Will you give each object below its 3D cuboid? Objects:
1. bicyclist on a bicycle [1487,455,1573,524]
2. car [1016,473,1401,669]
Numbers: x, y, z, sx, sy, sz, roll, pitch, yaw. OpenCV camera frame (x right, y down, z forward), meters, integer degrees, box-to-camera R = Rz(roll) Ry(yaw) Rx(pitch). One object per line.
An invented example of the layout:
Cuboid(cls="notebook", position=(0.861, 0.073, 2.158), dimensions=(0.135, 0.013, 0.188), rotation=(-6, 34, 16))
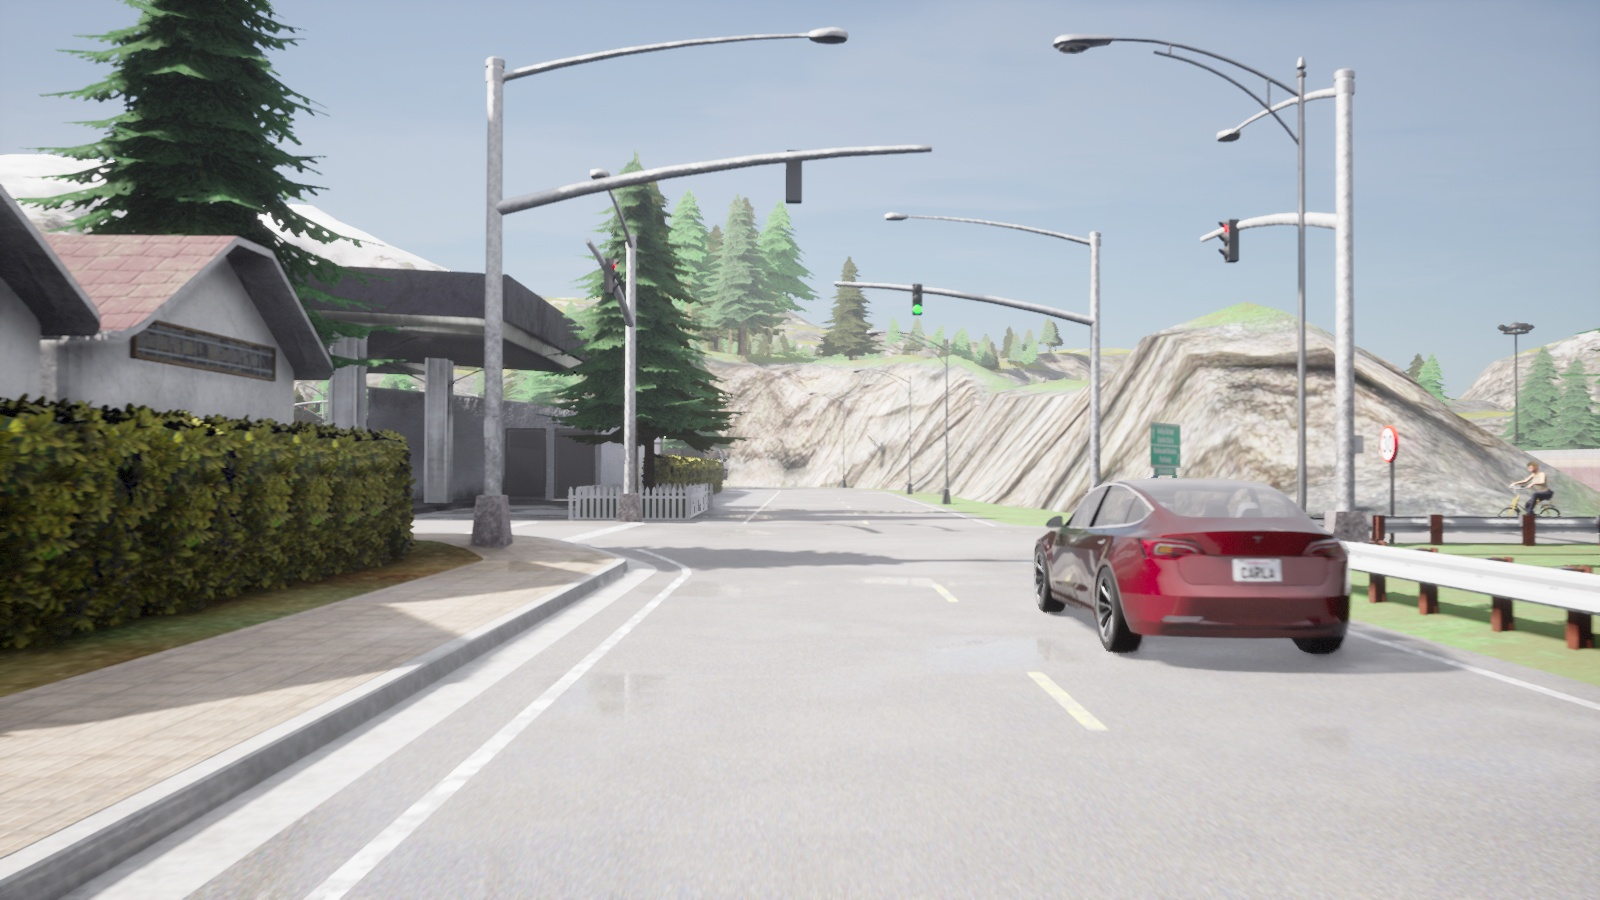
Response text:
Cuboid(cls="bicyclist on a bicycle", position=(17.219, 0.929, 29.665), dimensions=(1.509, 1.612, 0.866), rotation=(0, -1, 0))
Cuboid(cls="car", position=(3.567, 0.978, 12.110), dimensions=(2.163, 1.488, 4.792), rotation=(0, -1, 0))
